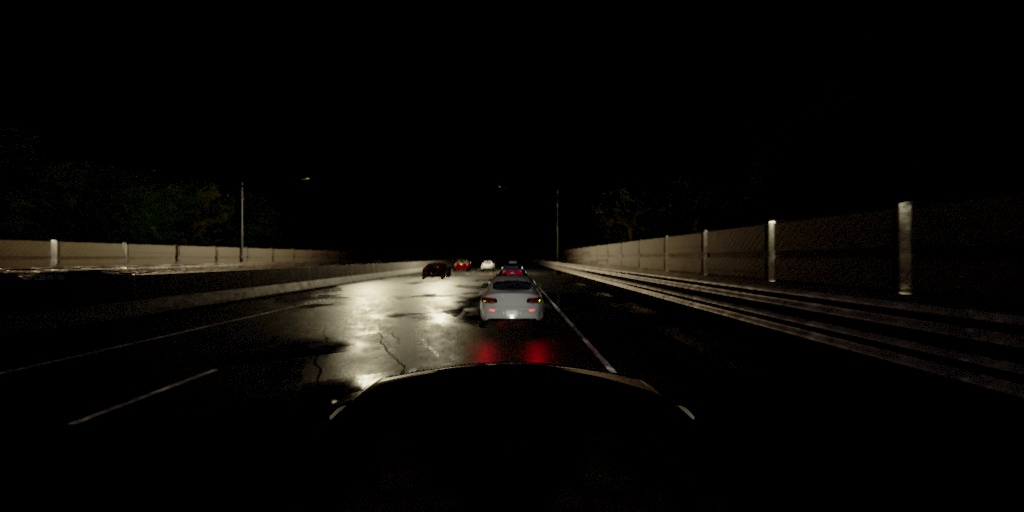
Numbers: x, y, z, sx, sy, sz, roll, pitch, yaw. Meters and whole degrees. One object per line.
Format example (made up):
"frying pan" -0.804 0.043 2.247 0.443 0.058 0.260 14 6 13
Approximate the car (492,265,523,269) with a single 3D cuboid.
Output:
"car" 0.016 1.408 21.196 1.895 1.301 4.718 0 0 0

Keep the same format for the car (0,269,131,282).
"car" -17.561 1.312 13.975 1.812 1.442 4.674 0 0 0

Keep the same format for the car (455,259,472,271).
"car" -6.859 1.235 50.797 2.097 1.767 4.553 0 0 0

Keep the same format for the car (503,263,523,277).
"car" 0.128 1.418 37.632 1.994 1.385 4.181 0 0 0

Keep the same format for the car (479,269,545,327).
"car" 0.009 1.304 11.471 1.812 1.442 4.674 0 0 0

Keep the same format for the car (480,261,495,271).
"car" -3.359 1.408 50.688 1.812 1.442 4.674 0 0 0

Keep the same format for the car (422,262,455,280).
"car" -6.871 1.319 33.021 1.882 1.535 5.008 0 0 0

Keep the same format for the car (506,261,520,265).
"car" 0.023 1.399 31.010 1.994 1.385 4.181 0 0 0

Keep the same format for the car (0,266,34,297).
"car" -24.559 1.201 15.377 1.812 1.442 4.674 -1 0 0
